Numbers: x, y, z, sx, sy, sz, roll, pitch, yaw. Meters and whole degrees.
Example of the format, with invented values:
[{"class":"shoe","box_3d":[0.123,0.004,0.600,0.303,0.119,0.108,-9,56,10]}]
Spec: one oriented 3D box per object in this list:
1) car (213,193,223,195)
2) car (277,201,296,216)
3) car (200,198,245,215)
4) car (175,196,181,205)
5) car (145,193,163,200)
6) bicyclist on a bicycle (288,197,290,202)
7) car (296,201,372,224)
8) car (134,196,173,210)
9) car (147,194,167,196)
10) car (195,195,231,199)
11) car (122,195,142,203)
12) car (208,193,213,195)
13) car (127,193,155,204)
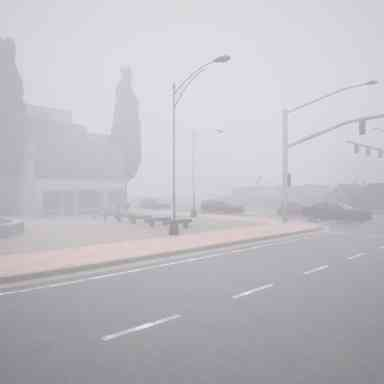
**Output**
[{"class":"car","box_3d":[6.859,1.395,69.063,3.806,1.475,1.970,0,0,-42]},{"class":"car","box_3d":[10.122,1.564,31.321,1.994,1.385,4.181,0,0,-42]},{"class":"car","box_3d":[3.157,1.601,34.000,1.895,1.301,4.718,0,0,-40]},{"class":"car","box_3d":[-4.532,1.564,59.622,1.994,1.385,4.181,0,0,-40]},{"class":"car","box_3d":[-10.040,1.153,88.044,4.605,1.855,1.932,0,0,-42]},{"class":"bicyclist on a bicycle","box_3d":[12.886,1.261,44.843,1.656,1.620,0.582,-7,4,-40]},{"class":"car","box_3d":[10.774,1.477,25.010,1.882,1.535,5.008,0,0,-40]},{"class":"car","box_3d":[-4.932,1.548,43.554,2.033,1.411,5.357,0,0,-40]},{"class":"car","box_3d":[-5.444,1.478,49.586,1.882,1.535,5.008,0,0,-40]},{"class":"car","box_3d":[3.071,1.491,39.517,2.128,1.511,4.902,0,0,-40]},{"class":"car","box_3d":[-12.528,1.478,69.004,1.882,1.535,5.008,0,0,-40]},{"class":"car","box_3d":[4.940,1.156,71.231,3.866,1.878,1.905,0,0,-42]},{"class":"car","box_3d":[-9.156,1.491,59.667,2.128,1.511,4.902,0,0,-40]}]
